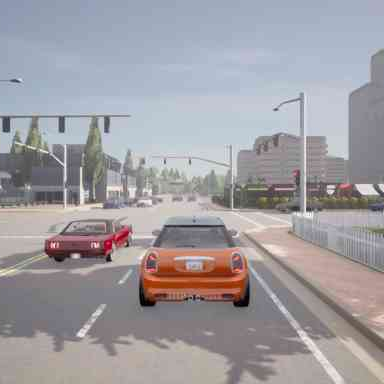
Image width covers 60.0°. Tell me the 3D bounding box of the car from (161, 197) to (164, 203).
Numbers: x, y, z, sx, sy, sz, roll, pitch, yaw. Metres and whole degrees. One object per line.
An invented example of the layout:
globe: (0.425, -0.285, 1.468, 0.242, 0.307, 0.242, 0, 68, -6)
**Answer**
car: (-7.033, 1.595, 69.388, 1.895, 1.301, 4.718, 0, 0, 0)

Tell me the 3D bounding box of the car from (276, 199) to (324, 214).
car: (11.255, 1.491, 34.804, 4.902, 1.511, 2.128, 0, 0, -1)

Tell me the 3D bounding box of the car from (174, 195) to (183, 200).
car: (-3.541, 1.425, 87.751, 1.994, 1.385, 4.181, 0, 0, 0)

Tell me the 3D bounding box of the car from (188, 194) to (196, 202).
car: (-0.037, 1.531, 77.479, 2.033, 1.411, 5.357, 0, 0, 0)

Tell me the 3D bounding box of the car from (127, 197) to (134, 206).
car: (-10.616, 1.564, 53.780, 1.994, 1.385, 4.181, 0, 0, 0)

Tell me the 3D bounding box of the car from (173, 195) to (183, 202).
car: (-3.537, 1.513, 77.796, 1.812, 1.442, 4.674, 0, 0, 0)

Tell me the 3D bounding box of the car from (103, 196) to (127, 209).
car: (-10.615, 1.352, 45.162, 2.097, 1.767, 4.553, 0, 0, 0)

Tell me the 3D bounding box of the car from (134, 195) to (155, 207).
car: (-7.109, 1.526, 50.198, 1.812, 1.442, 4.674, 0, 0, 0)

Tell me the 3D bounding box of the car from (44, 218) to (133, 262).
car: (-3.422, 1.601, 12.037, 1.895, 1.301, 4.718, 0, 0, 0)

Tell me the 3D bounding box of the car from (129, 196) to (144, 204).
car: (-10.579, 1.564, 63.752, 1.994, 1.385, 4.181, 0, 0, 1)

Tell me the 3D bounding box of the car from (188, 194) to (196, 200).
car: (-0.041, 1.397, 87.754, 2.128, 1.511, 4.902, 0, 0, 0)

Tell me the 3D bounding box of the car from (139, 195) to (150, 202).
car: (-10.535, 1.500, 73.986, 1.837, 1.490, 4.892, 0, 0, 0)

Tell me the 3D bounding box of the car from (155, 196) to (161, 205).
car: (-7.100, 1.505, 59.309, 1.837, 1.490, 4.892, 0, 0, 0)

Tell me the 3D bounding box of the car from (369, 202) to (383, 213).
car: (21.364, 1.477, 35.058, 5.008, 1.535, 1.882, 0, 0, -2)

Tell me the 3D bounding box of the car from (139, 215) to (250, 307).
car: (0.060, 1.352, 8.143, 2.097, 1.767, 4.553, 0, 0, 0)
